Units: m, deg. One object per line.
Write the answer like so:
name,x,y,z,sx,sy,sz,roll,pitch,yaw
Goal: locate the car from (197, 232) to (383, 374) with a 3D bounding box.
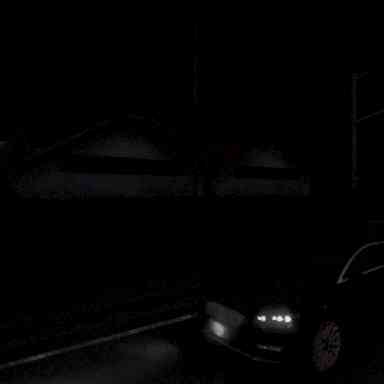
car,2.332,1.491,5.692,4.902,1.511,2.128,0,0,-36
